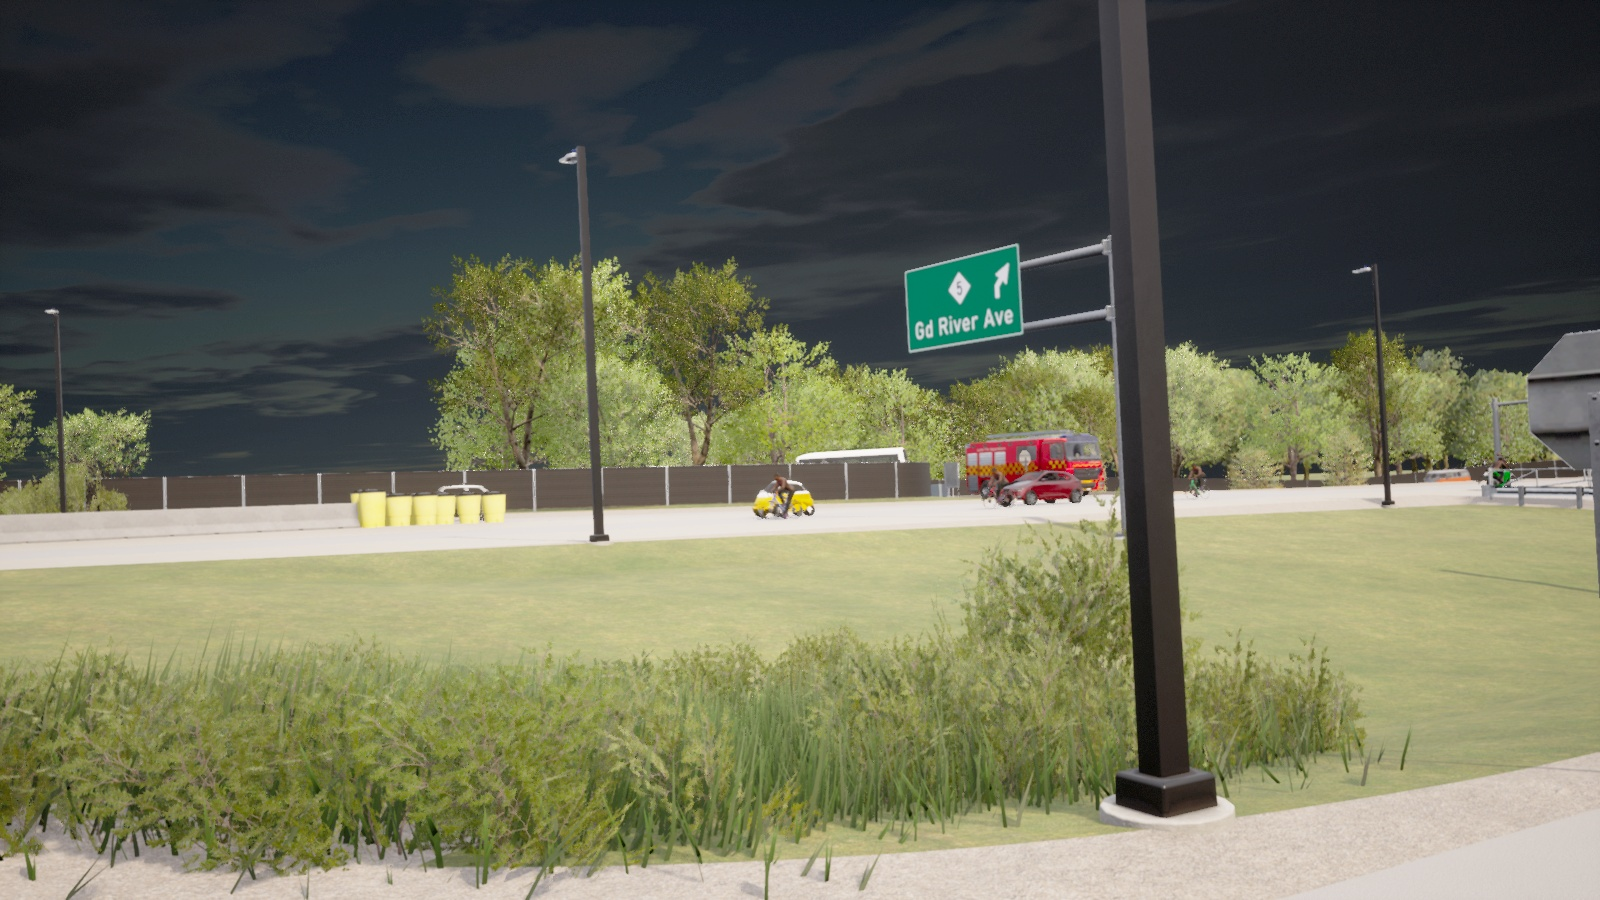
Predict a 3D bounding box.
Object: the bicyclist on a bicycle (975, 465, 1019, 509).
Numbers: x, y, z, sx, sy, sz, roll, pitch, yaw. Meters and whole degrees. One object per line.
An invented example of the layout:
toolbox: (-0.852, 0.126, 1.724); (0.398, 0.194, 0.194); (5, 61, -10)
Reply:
bicyclist on a bicycle: (7.644, 1.442, 48.642); (1.656, 1.620, 0.582); (-2, -2, -35)

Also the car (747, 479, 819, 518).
car: (-0.627, 1.829, 47.174); (2.207, 1.376, 1.481); (-1, -2, -35)

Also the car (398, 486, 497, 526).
car: (-14.402, 2.270, 51.492); (3.806, 1.475, 1.970); (-1, -1, -14)

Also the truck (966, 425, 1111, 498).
truck: (13.624, 0.754, 72.531); (2.891, 3.827, 8.468); (-2, -2, -35)

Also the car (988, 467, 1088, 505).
car: (10.393, 1.579, 54.784); (4.193, 1.474, 1.816); (-1, -2, -35)

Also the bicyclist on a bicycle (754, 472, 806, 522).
bicyclist on a bicycle: (-0.666, 1.600, 42.906); (1.656, 1.620, 0.582); (-2, -2, -35)

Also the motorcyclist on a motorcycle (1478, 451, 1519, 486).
motorcyclist on a motorcycle: (31.479, 0.824, 56.576); (2.044, 1.523, 0.797); (0, -1, -35)
